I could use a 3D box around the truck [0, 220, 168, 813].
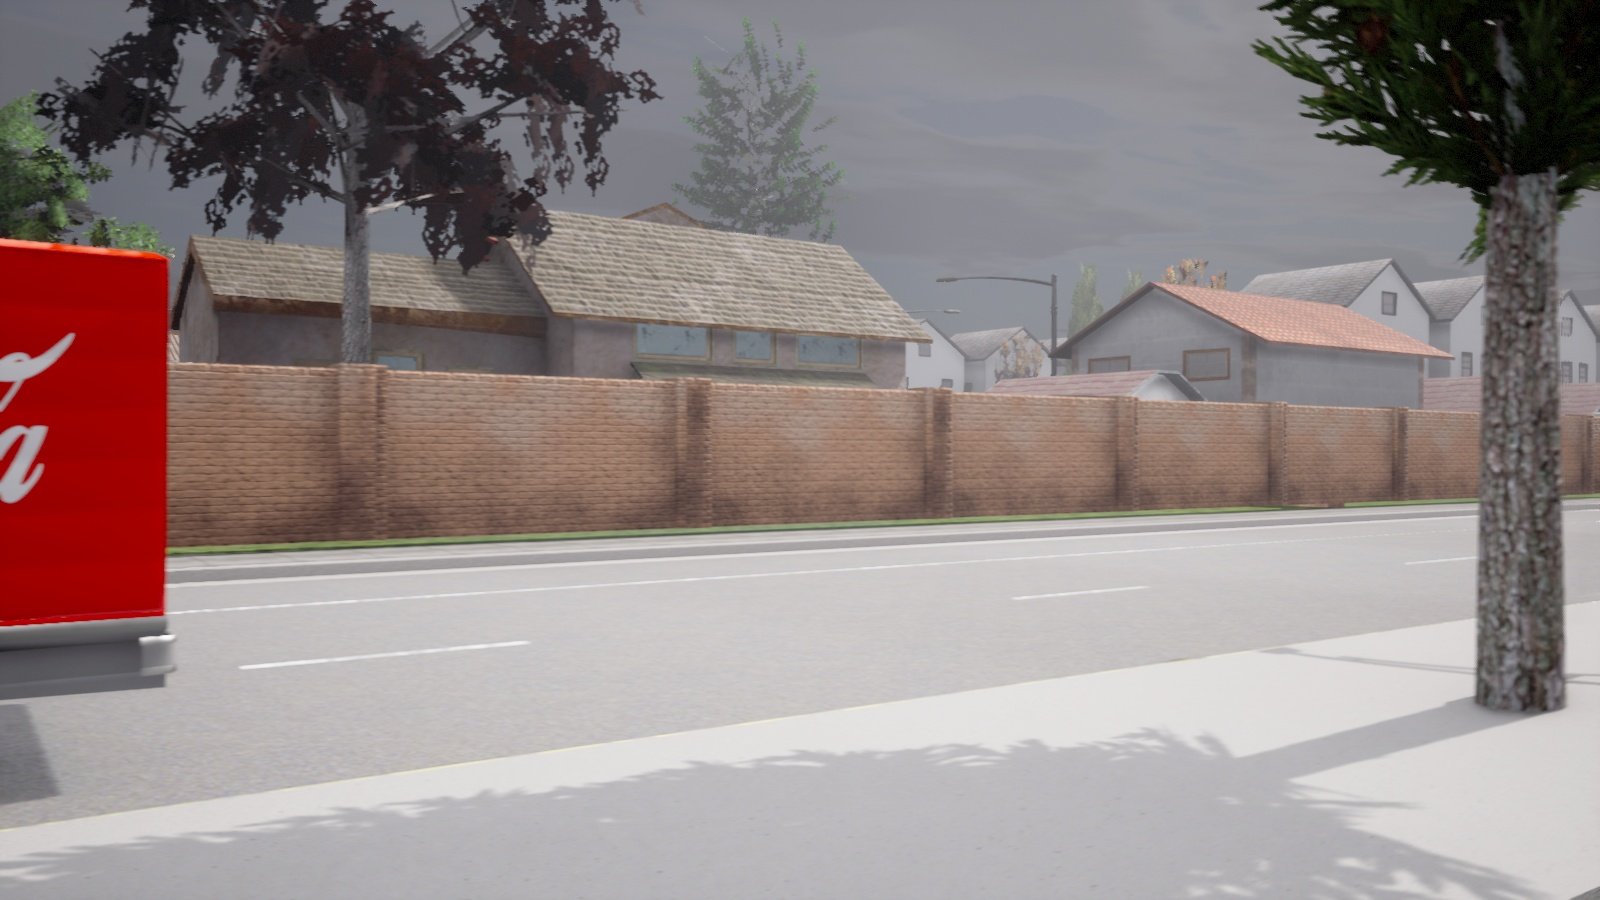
[{"bbox_3d":[-5.697,0.283,5.178,5.204,2.467,2.627,0,0,-35],"label":"truck"}]
